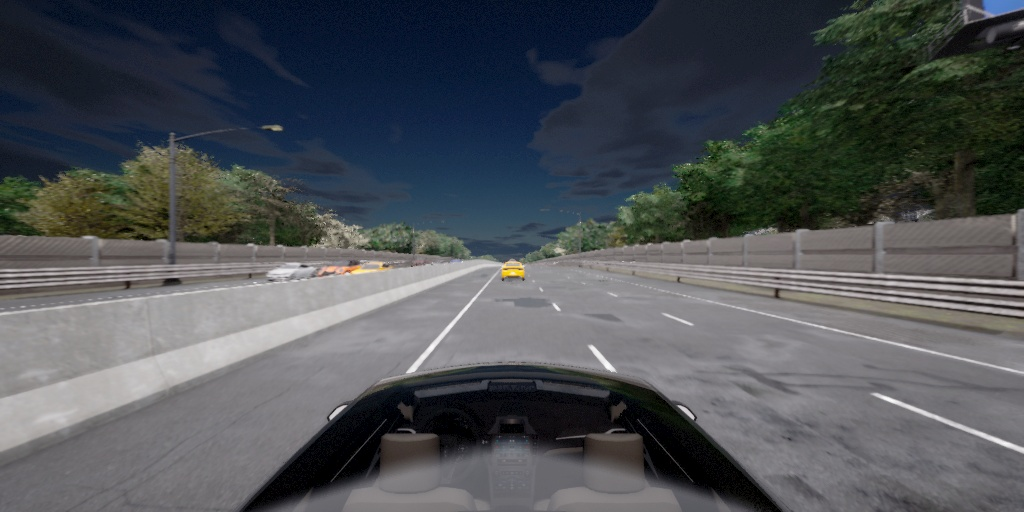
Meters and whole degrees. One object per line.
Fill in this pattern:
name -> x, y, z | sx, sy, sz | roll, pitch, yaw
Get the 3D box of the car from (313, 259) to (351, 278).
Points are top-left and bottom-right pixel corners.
car -> -14.093, 1.112, 29.864 | 2.097, 1.767, 4.553 | 0, 0, 0

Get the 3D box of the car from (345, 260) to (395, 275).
car -> -10.597, 1.238, 27.723 | 1.882, 1.535, 5.008 | 0, 0, 0

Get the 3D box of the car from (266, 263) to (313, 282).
car -> -17.591, 1.285, 28.951 | 1.812, 1.442, 4.674 | 0, 0, 0

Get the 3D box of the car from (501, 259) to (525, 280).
car -> 0.081, 1.240, 31.139 | 1.882, 1.535, 5.008 | 0, 0, 0
